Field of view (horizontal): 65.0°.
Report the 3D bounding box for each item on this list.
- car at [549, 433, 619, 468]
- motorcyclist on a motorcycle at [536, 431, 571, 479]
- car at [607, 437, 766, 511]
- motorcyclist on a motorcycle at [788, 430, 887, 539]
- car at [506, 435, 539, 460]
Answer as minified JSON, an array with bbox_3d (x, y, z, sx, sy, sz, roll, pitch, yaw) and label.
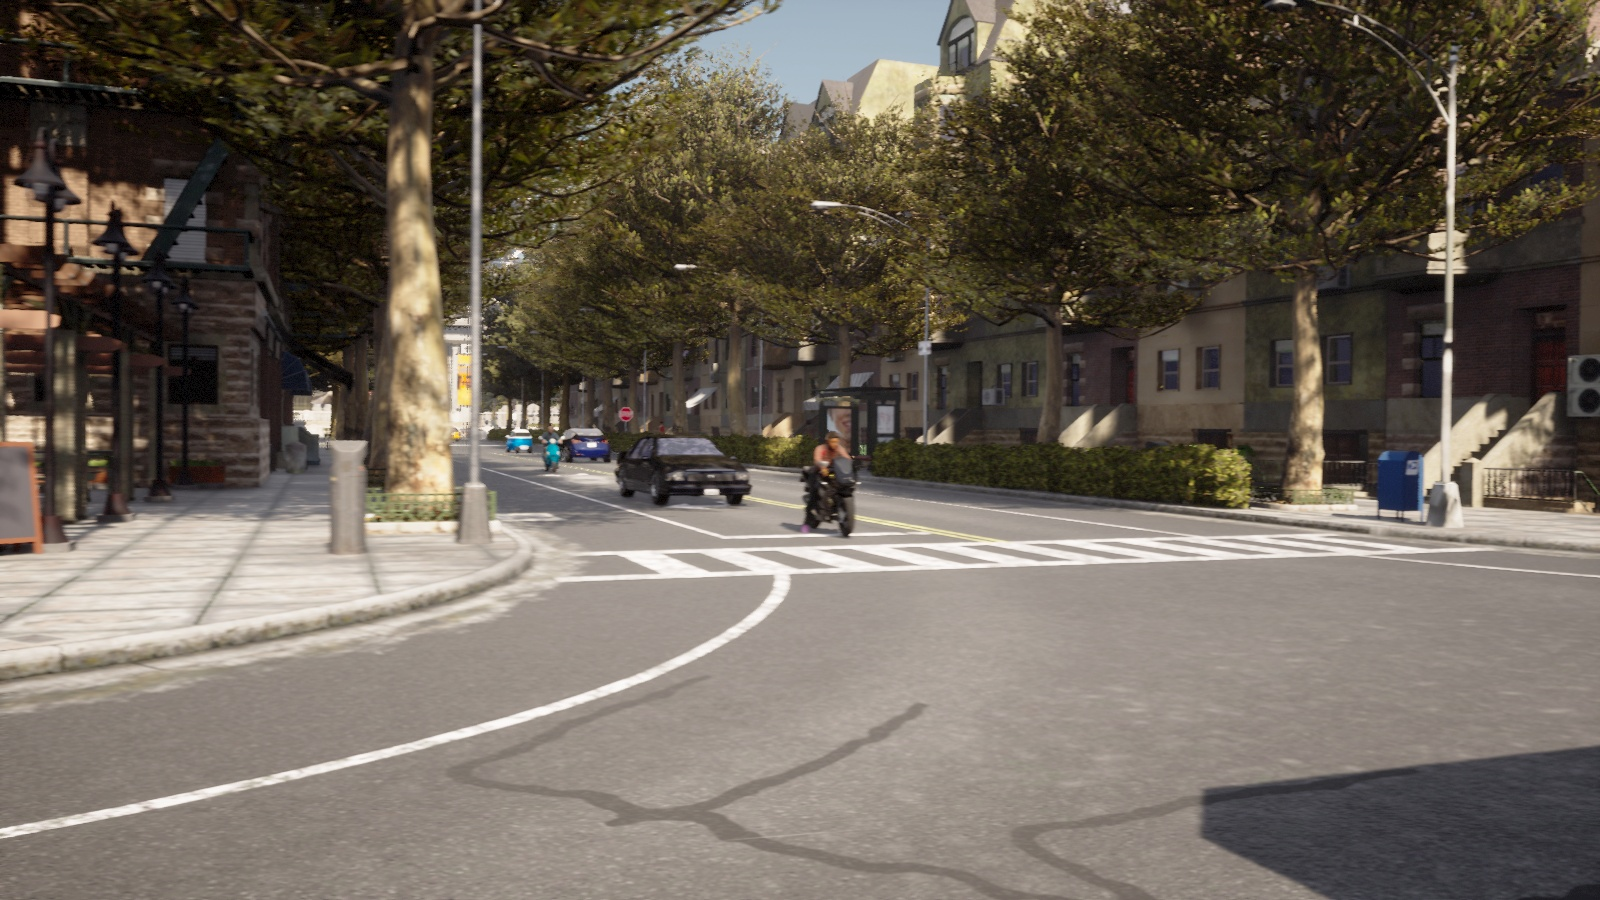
[{"bbox_3d":[-9.667,-0.008,55.923,2.163,1.488,4.792,-1,1,-21],"label":"car"},{"bbox_3d":[-8.326,0.152,42.384,0.866,1.590,1.817,-1,1,-21],"label":"motorcyclist on a motorcycle"},{"bbox_3d":[-2.576,0.433,27.060,2.033,1.411,5.357,-1,1,-21],"label":"car"},{"bbox_3d":[0.526,0.471,18.650,0.797,1.523,2.044,-1,1,-19],"label":"motorcyclist on a motorcycle"},{"bbox_3d":[-16.167,-0.161,73.030,1.481,1.376,2.207,-1,1,-23],"label":"car"}]
